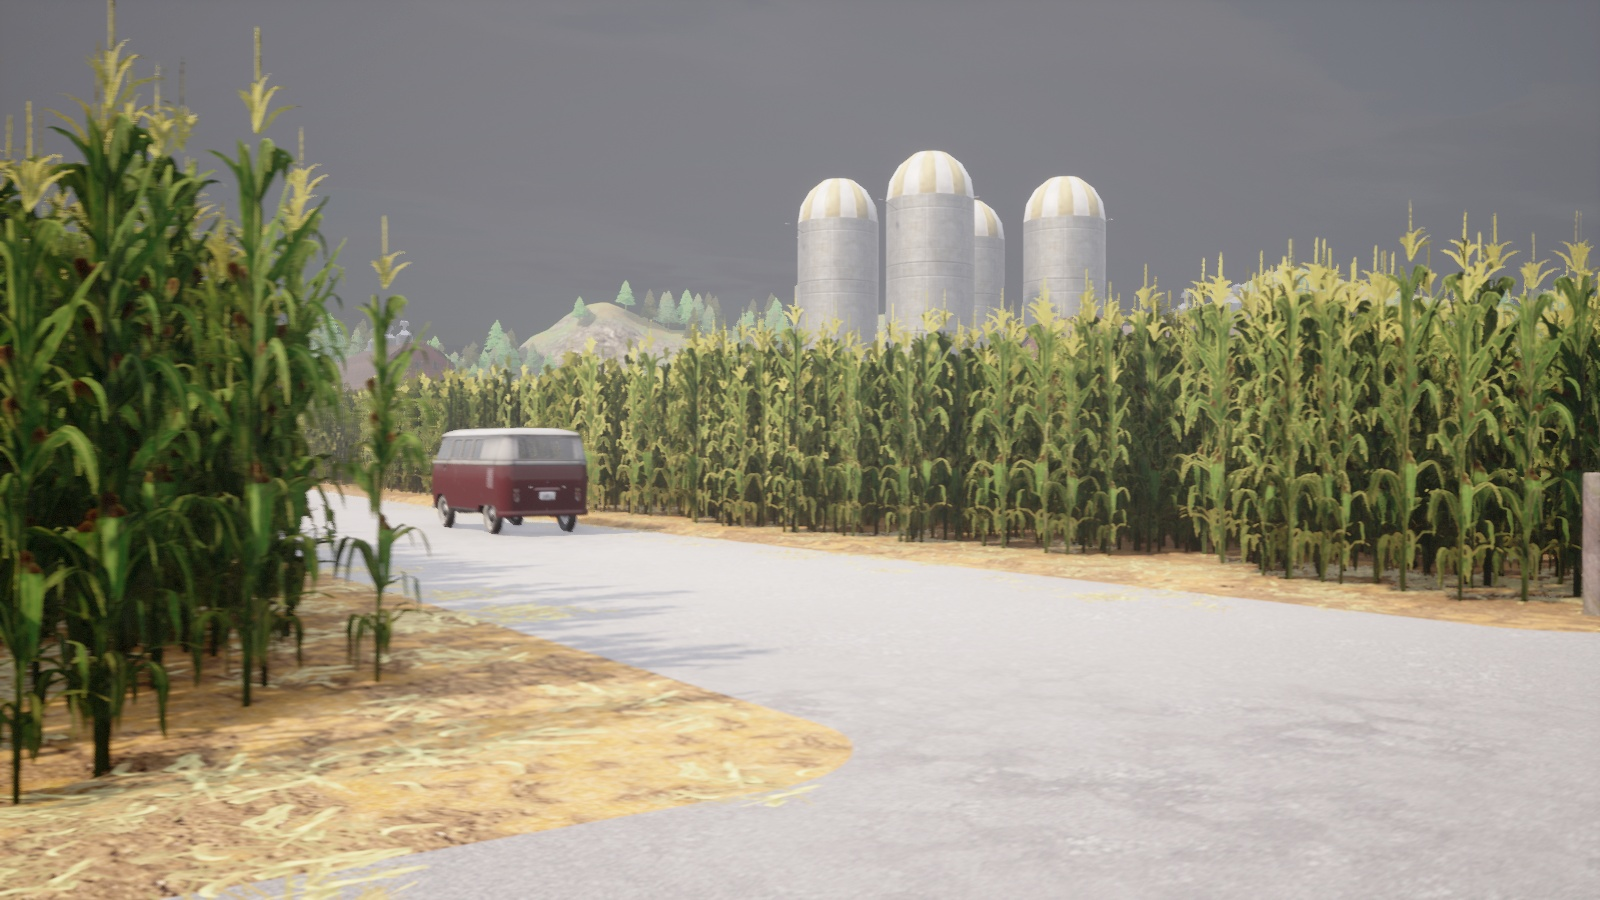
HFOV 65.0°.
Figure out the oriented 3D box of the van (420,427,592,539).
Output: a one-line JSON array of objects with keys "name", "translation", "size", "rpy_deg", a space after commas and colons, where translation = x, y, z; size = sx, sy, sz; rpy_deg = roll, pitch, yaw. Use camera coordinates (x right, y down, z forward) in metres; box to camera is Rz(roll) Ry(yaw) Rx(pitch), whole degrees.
[{"name": "van", "translation": [-5.849, 0.590, 24.593], "size": [1.775, 1.987, 4.442], "rpy_deg": [0, 0, -35]}]
